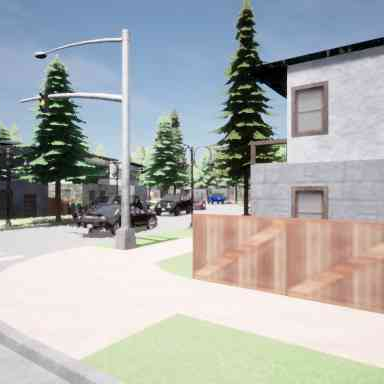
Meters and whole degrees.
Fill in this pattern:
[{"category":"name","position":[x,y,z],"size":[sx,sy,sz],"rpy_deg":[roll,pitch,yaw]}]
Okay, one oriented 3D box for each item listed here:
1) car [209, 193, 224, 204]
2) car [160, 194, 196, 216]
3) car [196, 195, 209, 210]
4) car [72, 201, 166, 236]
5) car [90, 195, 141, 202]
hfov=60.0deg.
[{"category":"car","position":[4.296,1.202,60.841],"size":[2.150,2.045,5.566],"rpy_deg":[0,0,-9]},{"category":"car","position":[-1.723,1.202,32.459],"size":[2.150,2.045,5.566],"rpy_deg":[0,0,18]},{"category":"car","position":[0.535,1.333,42.058],"size":[2.097,1.767,4.553],"rpy_deg":[0,0,9]},{"category":"car","position":[-3.846,1.472,18.556],"size":[2.128,1.511,4.902],"rpy_deg":[0,0,30]},{"category":"car","position":[-5.618,1.202,23.083],"size":[2.150,2.045,5.566],"rpy_deg":[0,0,27]}]
